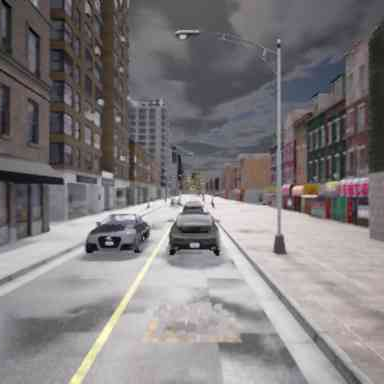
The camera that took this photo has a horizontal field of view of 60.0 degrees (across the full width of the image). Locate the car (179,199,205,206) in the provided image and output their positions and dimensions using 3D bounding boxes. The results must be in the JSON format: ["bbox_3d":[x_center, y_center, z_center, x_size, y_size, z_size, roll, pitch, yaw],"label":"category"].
[{"bbox_3d":[0.091,1.560,29.834,1.837,1.490,4.892,0,0,0],"label":"car"}]

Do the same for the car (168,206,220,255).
[{"bbox_3d":[0.090,1.520,13.420,1.837,1.490,4.892,0,0,0],"label":"car"}]

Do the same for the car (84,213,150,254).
[{"bbox_3d":[-2.853,1.579,13.484,1.994,1.385,4.181,0,0,0],"label":"car"}]

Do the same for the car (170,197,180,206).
[{"bbox_3d":[-2.766,1.653,57.452,2.128,1.511,4.902,0,0,0],"label":"car"}]

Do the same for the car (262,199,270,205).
[{"bbox_3d":[16.357,1.975,67.992,4.097,1.590,1.967,1,-2,0],"label":"car"}]
